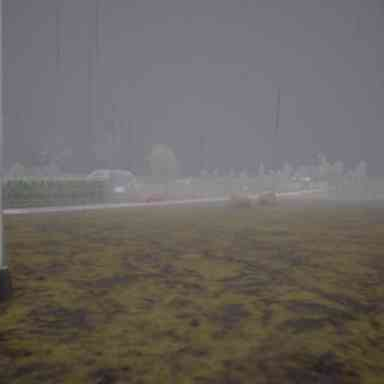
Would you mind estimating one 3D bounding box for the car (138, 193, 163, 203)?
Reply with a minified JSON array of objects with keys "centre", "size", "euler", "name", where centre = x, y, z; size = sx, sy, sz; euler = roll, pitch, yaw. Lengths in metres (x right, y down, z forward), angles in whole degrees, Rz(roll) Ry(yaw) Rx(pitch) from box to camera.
[{"centre":[-8.173,1.203,65.718],"size":[2.150,2.045,5.566],"euler":[2,2,36],"name":"car"}]
